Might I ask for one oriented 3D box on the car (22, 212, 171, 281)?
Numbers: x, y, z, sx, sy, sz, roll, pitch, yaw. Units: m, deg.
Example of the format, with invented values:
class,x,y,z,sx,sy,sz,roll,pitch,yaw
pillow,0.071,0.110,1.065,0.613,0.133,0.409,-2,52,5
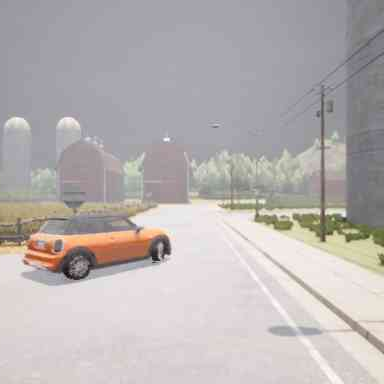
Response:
class,x,y,z,sx,sy,sz,roll,pitch,yaw
car,-2.740,1.463,10.592,2.097,1.767,4.553,-1,-1,39
